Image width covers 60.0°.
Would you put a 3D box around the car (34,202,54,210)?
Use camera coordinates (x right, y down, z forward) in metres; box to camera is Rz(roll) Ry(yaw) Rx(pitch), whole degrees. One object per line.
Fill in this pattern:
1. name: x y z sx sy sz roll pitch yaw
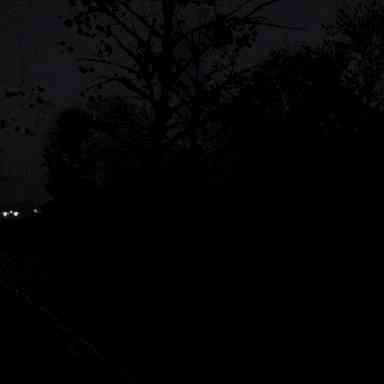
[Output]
1. car: -27.829 2.587 62.722 1.837 1.490 4.892 0 -2 -3

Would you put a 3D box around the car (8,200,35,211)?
1. car: -27.389 2.123 53.636 2.097 1.767 4.553 0 -2 -3

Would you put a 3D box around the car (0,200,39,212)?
1. car: -23.492 2.040 45.582 2.033 1.411 5.357 0 -2 -3
